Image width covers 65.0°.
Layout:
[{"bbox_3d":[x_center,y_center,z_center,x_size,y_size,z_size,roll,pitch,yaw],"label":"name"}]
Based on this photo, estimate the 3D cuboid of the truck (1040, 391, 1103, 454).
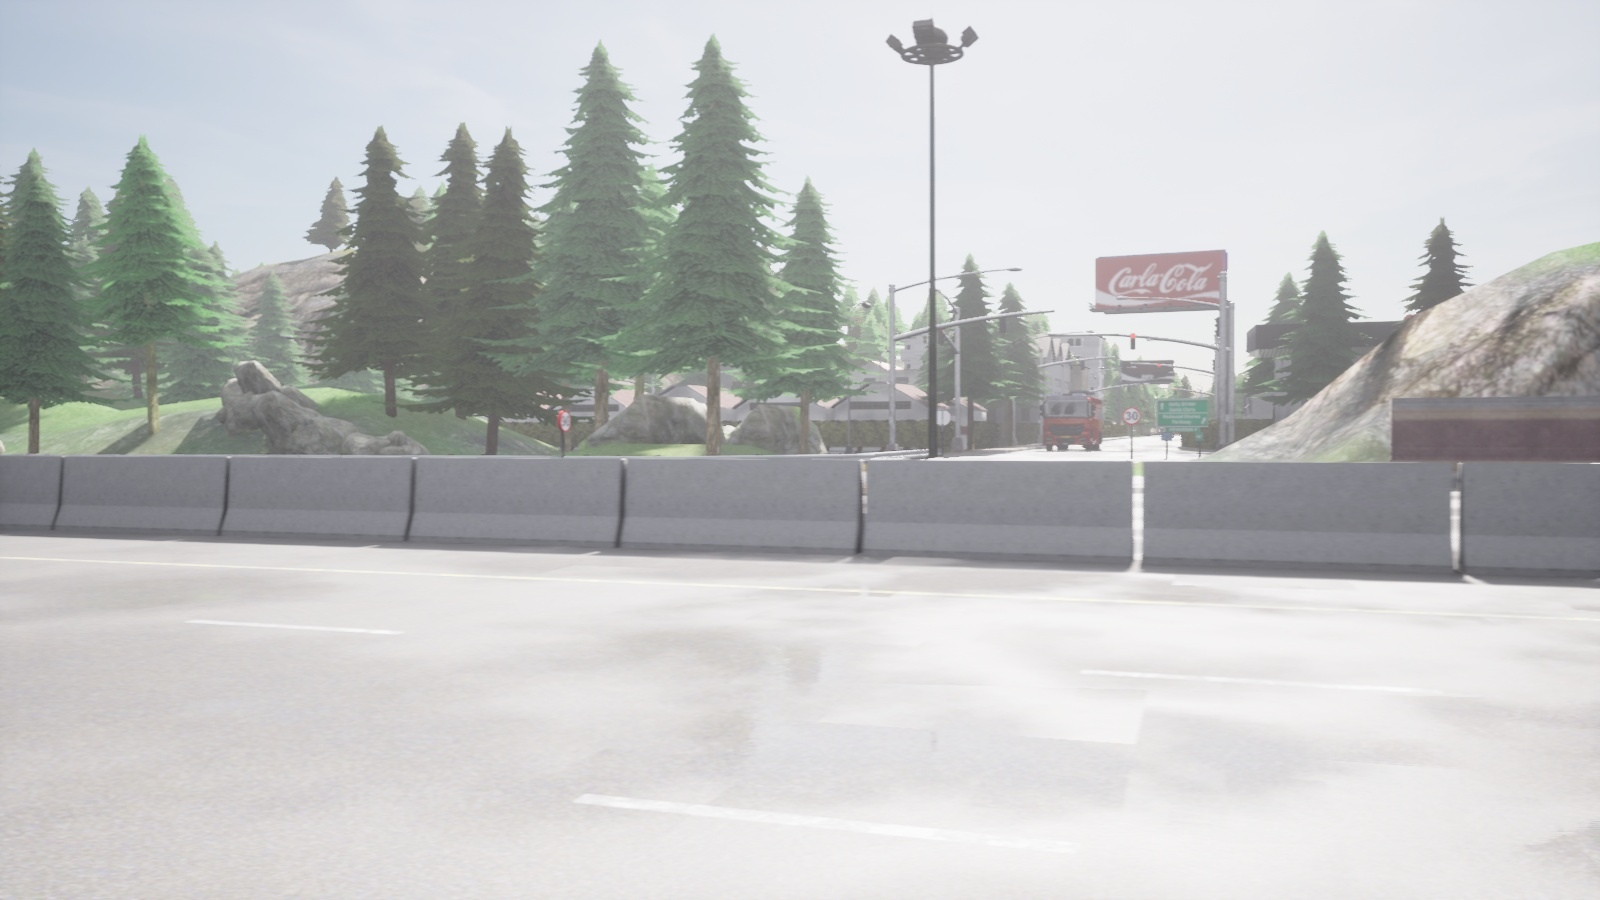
[{"bbox_3d":[17.510,-1.746,80.488,2.891,3.827,8.468,1,1,19],"label":"truck"}]
